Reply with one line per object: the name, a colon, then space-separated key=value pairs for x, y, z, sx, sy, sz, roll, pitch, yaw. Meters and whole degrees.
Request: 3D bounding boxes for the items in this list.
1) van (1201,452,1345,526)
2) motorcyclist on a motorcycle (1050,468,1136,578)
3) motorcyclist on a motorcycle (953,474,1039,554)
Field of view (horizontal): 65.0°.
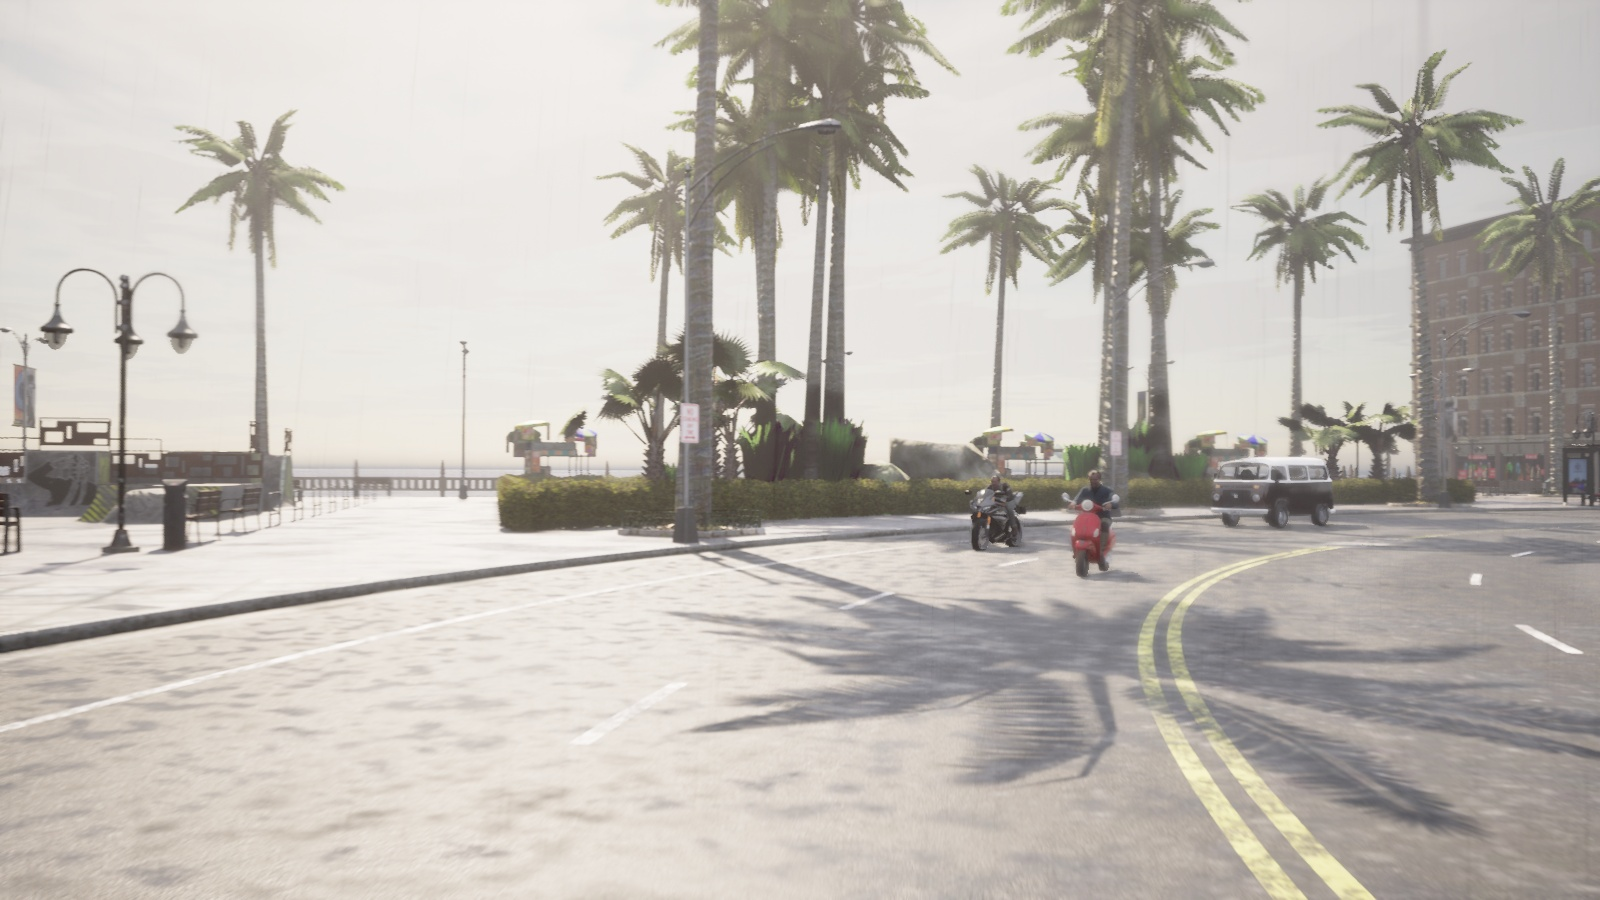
van: x=13.892 y=1.108 z=36.758 sx=4.480 sy=2.038 sz=2.069 roll=1 pitch=-1 yaw=-42
motorcyclist on a motorcycle: x=4.492 y=1.075 z=19.185 sx=0.866 sy=1.590 sz=1.817 roll=0 pitch=-1 yaw=27
motorcyclist on a motorcycle: x=4.005 y=1.264 z=25.513 sx=0.866 sy=1.530 sz=2.191 roll=-1 pitch=-1 yaw=34
